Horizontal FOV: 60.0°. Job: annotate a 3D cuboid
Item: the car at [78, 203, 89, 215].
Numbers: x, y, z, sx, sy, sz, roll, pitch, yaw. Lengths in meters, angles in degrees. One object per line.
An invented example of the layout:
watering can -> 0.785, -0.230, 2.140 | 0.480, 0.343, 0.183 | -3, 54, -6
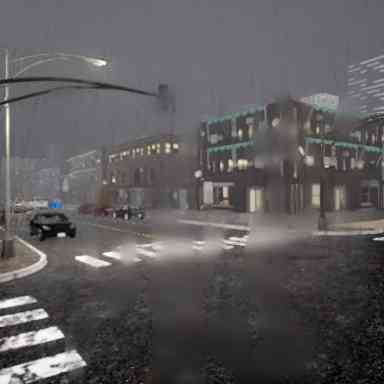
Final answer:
car -> -12.161, 1.958, 39.243 | 1.802, 1.307, 4.206 | -2, 0, -35

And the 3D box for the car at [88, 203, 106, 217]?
car -> -8.952, 1.896, 34.734 | 1.802, 1.307, 4.206 | -2, 0, -35

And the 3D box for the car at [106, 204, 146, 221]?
car -> -5.743, 1.802, 30.224 | 2.008, 1.369, 4.403 | -2, 0, -35

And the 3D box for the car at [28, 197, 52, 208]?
car -> -23.533, 1.800, 50.758 | 2.150, 2.045, 5.566 | -1, 0, -36

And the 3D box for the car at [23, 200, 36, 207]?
car -> -34.629, 2.356, 70.810 | 1.947, 1.339, 4.313 | -1, 0, -35

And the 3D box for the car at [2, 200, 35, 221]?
car -> -15.781, 1.845, 29.873 | 1.967, 1.590, 4.097 | -2, 0, -35

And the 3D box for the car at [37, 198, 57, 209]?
car -> -25.006, 1.932, 57.281 | 2.192, 1.841, 5.009 | -2, 0, -35

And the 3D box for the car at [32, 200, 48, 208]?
car -> -28.210, 2.219, 61.791 | 1.887, 1.381, 4.507 | -2, 0, -35

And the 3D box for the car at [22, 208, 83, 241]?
car -> -7.831, 1.813, 18.497 | 1.947, 1.339, 4.313 | -2, 0, -35

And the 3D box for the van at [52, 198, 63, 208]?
van -> -21.796, 1.899, 52.772 | 1.690, 1.788, 3.998 | -2, 0, -35
